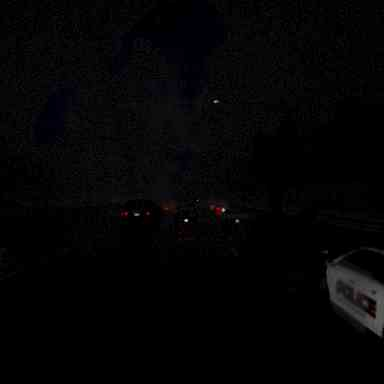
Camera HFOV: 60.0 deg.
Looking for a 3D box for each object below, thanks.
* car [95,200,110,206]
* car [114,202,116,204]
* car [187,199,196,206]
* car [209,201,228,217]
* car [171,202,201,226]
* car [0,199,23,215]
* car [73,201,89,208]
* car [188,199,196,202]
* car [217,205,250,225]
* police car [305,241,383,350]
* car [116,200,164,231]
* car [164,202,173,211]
[{"bbox_3d":[-17.576,2.314,65.605,2.097,1.767,4.553,0,-1,0],"label":"car"},{"bbox_3d":[-14.086,2.471,64.762,1.812,1.442,4.674,0,-1,0],"label":"car"},{"bbox_3d":[-0.090,2.617,83.636,2.097,1.767,4.553,0,-1,0],"label":"car"},{"bbox_3d":[3.459,2.039,38.651,2.163,1.488,4.792,0,-1,0],"label":"car"},{"bbox_3d":[-0.371,1.878,27.202,1.837,1.490,4.892,0,0,1],"label":"car"},{"bbox_3d":[-14.125,1.543,23.476,2.150,2.045,5.566,0,-1,0],"label":"car"},{"bbox_3d":[-21.078,2.431,63.495,2.128,1.511,4.902,0,-1,0],"label":"car"},{"bbox_3d":[-0.079,2.606,74.241,1.837,1.490,4.892,0,-1,0],"label":"car"},{"bbox_3d":[3.471,1.978,27.644,1.895,1.301,4.718,0,-1,0],"label":"car"},{"bbox_3d":[3.495,1.582,5.605,2.038,1.542,4.974,0,-1,0],"label":"police car"},{"bbox_3d":[-3.424,1.540,23.225,2.150,2.045,5.566,0,-1,0],"label":"car"},{"bbox_3d":[-3.451,2.153,48.001,1.882,1.535,5.008,0,-1,0],"label":"car"}]
